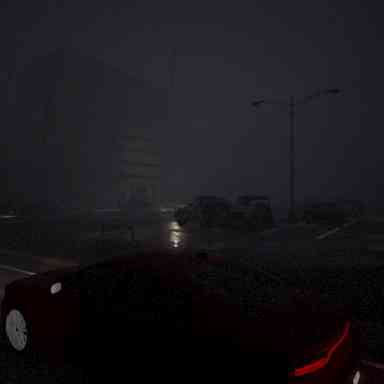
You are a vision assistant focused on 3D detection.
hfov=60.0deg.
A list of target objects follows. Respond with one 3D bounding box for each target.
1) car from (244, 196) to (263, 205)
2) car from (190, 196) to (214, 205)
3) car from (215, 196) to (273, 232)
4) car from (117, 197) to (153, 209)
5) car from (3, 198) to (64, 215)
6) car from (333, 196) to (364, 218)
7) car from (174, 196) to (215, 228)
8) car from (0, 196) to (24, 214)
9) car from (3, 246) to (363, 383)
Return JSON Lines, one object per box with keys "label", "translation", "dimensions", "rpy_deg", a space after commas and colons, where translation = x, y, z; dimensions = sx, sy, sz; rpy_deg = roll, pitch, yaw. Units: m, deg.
{"label": "car", "translation": [11.440, 1.526, 61.532], "dimensions": [1.812, 1.442, 4.674], "rpy_deg": [0, 0, 34]}
{"label": "car", "translation": [1.910, 1.504, 60.064], "dimensions": [2.128, 1.511, 4.902], "rpy_deg": [0, 0, 34]}
{"label": "car", "translation": [3.270, 1.156, 19.088], "dimensions": [1.905, 1.878, 3.866], "rpy_deg": [0, 0, 34]}
{"label": "car", "translation": [-7.964, 1.600, 45.503], "dimensions": [1.895, 1.301, 4.718], "rpy_deg": [0, 0, 34]}
{"label": "car", "translation": [-15.772, 1.547, 33.862], "dimensions": [2.033, 1.411, 5.357], "rpy_deg": [0, 0, 34]}
{"label": "car", "translation": [15.288, 1.395, 32.049], "dimensions": [1.970, 1.475, 3.806], "rpy_deg": [0, 0, 34]}
{"label": "car", "translation": [0.902, 1.153, 20.753], "dimensions": [1.932, 1.855, 4.605], "rpy_deg": [0, 0, 34]}
{"label": "car", "translation": [-19.169, 1.352, 35.081], "dimensions": [2.097, 1.767, 4.553], "rpy_deg": [0, 0, 34]}
{"label": "car", "translation": [-0.565, 1.478, 4.390], "dimensions": [5.008, 1.535, 1.882], "rpy_deg": [0, 0, 35]}
